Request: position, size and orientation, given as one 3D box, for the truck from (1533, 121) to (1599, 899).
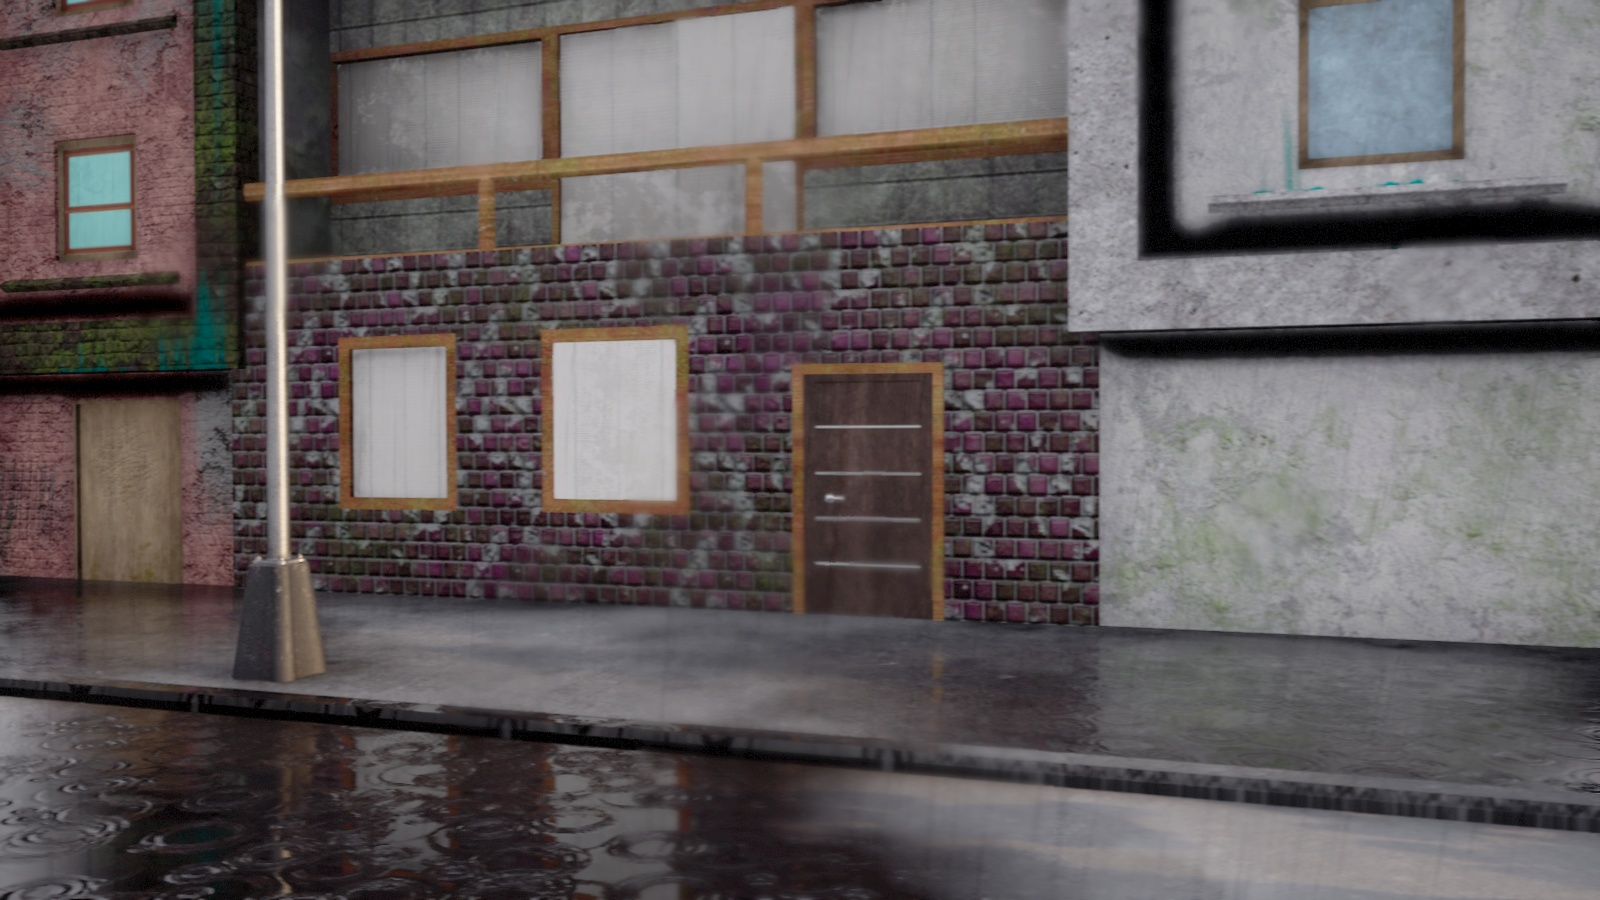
[{"bbox_3d":[4.548,0.322,2.183,5.204,2.467,2.627,0,1,19],"label":"truck"}]
